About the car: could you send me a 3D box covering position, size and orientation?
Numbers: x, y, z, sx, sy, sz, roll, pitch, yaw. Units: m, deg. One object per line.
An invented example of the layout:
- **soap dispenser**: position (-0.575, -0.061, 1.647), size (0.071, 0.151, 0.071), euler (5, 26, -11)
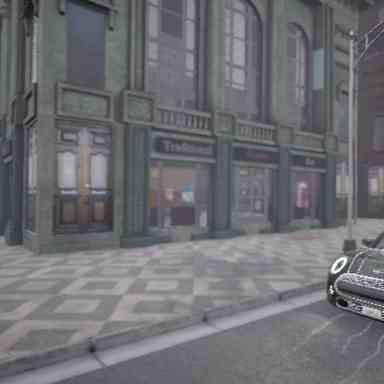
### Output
- **car**: position (4.792, 1.406, 6.794), size (4.553, 1.767, 2.097), euler (1, 0, -35)
